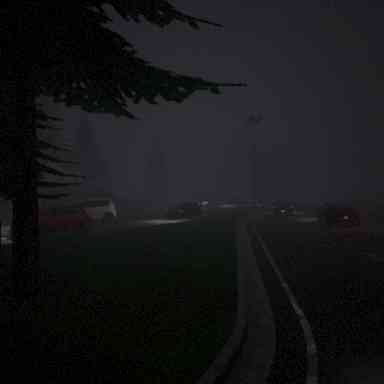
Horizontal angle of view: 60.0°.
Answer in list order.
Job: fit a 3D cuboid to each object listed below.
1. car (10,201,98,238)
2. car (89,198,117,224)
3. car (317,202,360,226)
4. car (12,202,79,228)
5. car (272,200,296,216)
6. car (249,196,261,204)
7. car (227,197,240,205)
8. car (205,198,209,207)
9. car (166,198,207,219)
[{"bbox_3d":[-8.367,1.650,20.056,2.097,1.767,4.553,-1,0,36],"label":"car"},{"bbox_3d":[-8.428,1.552,25.776,2.150,2.045,5.566,-1,0,36],"label":"car"},{"bbox_3d":[9.836,1.395,22.626,1.882,1.535,5.008,-1,0,11],"label":"car"},{"bbox_3d":[-11.853,1.766,27.137,2.097,1.767,4.553,-1,-1,36],"label":"car"},{"bbox_3d":[8.763,1.517,31.742,1.812,1.442,4.674,-1,0,17],"label":"car"},{"bbox_3d":[12.483,1.605,65.906,1.837,1.490,4.892,-1,0,21],"label":"car"},{"bbox_3d":[8.004,1.677,63.932,2.128,1.511,4.902,-1,0,21],"label":"car"},{"bbox_3d":[1.404,1.792,56.287,1.837,1.490,4.892,-1,-1,21],"label":"car"},{"bbox_3d":[-0.671,1.674,31.840,1.882,1.535,5.008,-1,0,25],"label":"car"}]
